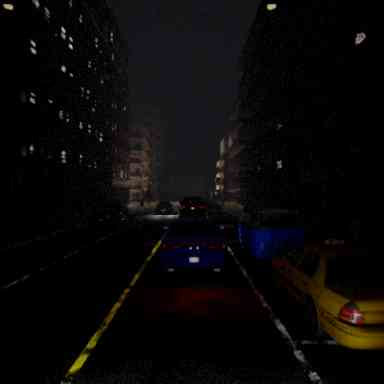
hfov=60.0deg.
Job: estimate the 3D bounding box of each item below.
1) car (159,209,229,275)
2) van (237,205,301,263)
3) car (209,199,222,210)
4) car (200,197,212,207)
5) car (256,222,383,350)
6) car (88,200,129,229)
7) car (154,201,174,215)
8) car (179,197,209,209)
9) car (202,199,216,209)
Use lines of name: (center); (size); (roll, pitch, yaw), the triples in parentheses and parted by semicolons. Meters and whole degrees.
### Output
car: (0.066, 1.547, 10.771); (1.882, 1.535, 5.008); (0, 0, 0)
van: (2.671, 1.419, 12.012); (1.690, 1.788, 3.998); (-1, 0, 0)
car: (2.658, 1.820, 40.433); (2.008, 1.369, 4.403); (-1, 0, 0)
car: (2.643, 1.870, 63.172); (1.967, 1.590, 4.097); (-1, 0, 0)
car: (2.676, 1.568, 6.496); (1.752, 1.417, 4.829); (-1, 0, 0)
car: (-5.717, 1.468, 23.380); (2.192, 1.841, 5.009); (-1, 0, 0)
car: (-3.119, 1.778, 38.034); (1.812, 1.442, 4.674); (0, -1, 0)
car: (0.073, 1.412, 29.156); (2.150, 2.045, 5.566); (0, -1, 0)
car: (2.651, 1.894, 51.803); (1.887, 1.381, 4.507); (-1, 0, 0)
